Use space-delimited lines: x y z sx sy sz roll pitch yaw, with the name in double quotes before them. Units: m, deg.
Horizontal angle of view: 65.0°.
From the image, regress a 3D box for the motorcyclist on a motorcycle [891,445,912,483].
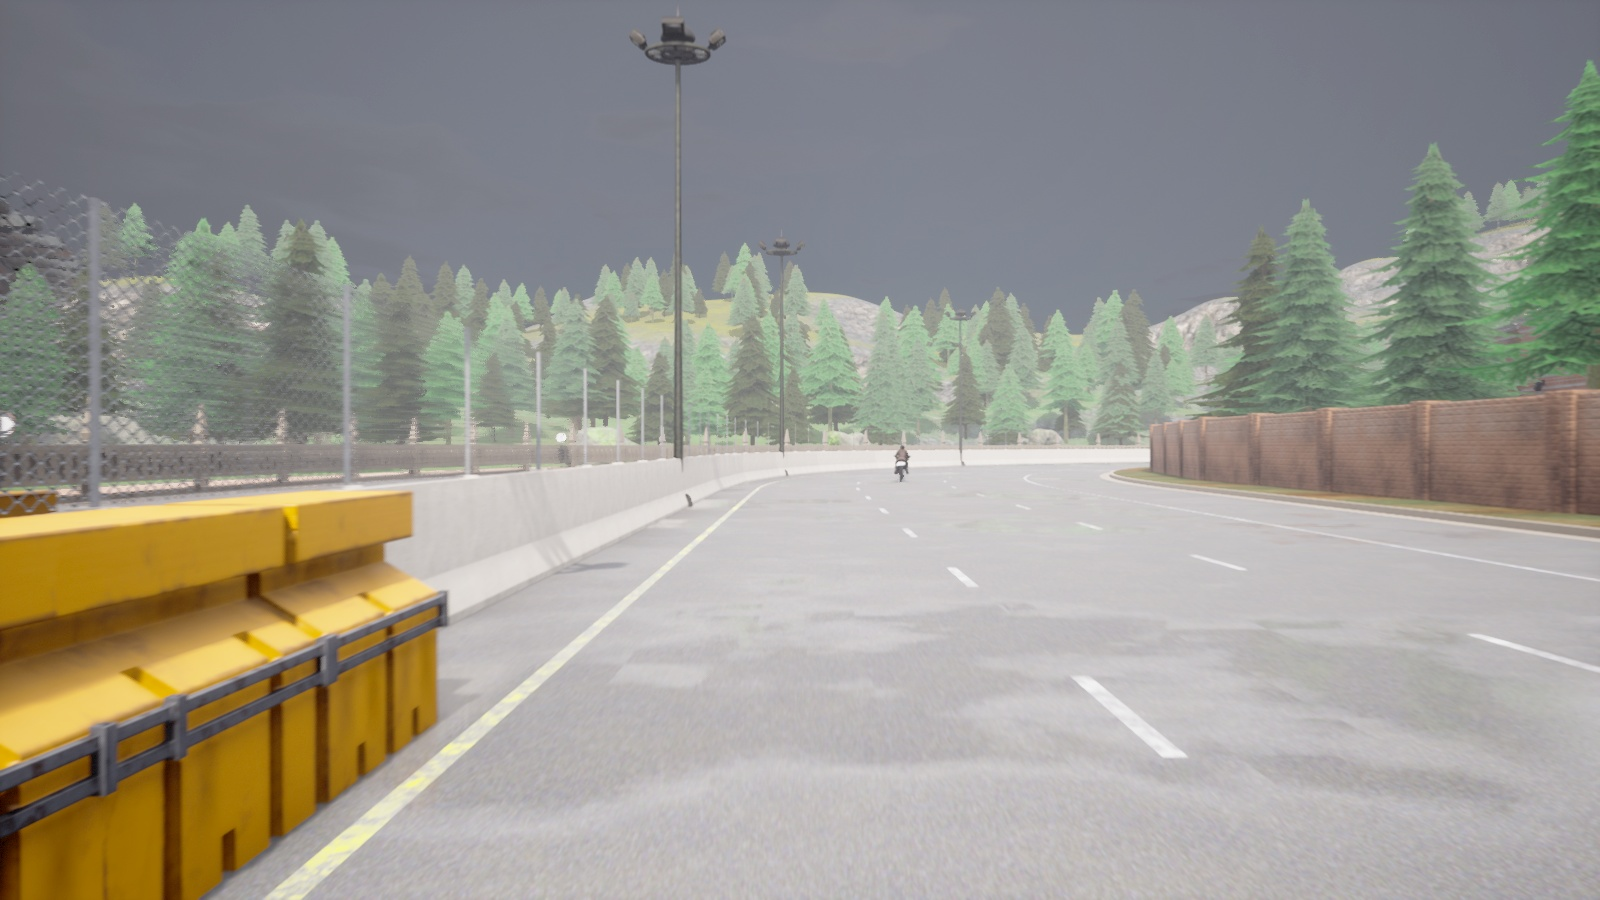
"motorcyclist on a motorcycle" 4.276 0.584 52.670 0.797 1.523 2.044 2 0 6
